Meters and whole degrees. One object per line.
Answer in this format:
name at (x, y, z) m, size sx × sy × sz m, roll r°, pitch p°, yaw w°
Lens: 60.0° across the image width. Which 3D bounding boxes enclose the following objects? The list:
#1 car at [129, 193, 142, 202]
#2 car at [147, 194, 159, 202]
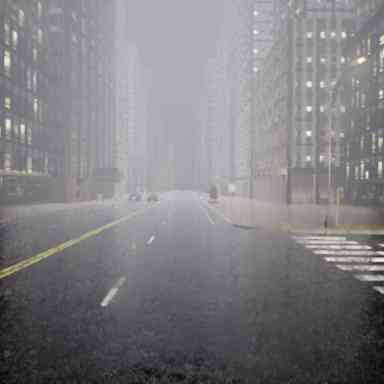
car at (-10.369, 0.951, 61.148) m, size 2.128 × 1.511 × 4.902 m, roll 0°, pitch 0°, yaw -1°
car at (-7.120, 1.014, 61.181) m, size 2.033 × 1.411 × 5.357 m, roll 0°, pitch 0°, yaw -1°
